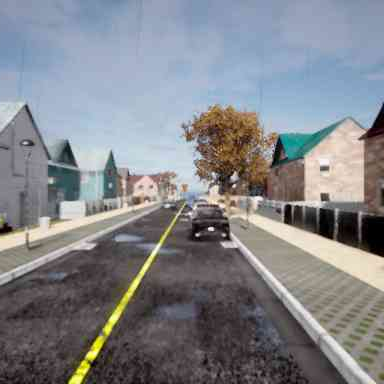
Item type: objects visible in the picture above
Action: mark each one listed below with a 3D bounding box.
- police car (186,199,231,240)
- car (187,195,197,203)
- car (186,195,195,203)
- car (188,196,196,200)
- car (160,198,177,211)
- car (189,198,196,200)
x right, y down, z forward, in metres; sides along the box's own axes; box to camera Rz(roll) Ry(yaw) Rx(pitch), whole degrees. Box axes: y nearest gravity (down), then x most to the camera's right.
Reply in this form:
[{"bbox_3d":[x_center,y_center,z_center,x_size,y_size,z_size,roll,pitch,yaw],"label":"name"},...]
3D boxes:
[{"bbox_3d":[0.825,1.403,17.042,1.930,1.638,5.238,0,0,0],"label":"police car"},{"bbox_3d":[0.000,1.438,71.844,1.882,1.535,5.008,0,0,0],"label":"car"},{"bbox_3d":[0.000,1.568,51.986,2.033,1.411,5.357,0,0,0],"label":"car"},{"bbox_3d":[0.824,1.474,32.932,1.837,1.490,4.892,0,0,0],"label":"car"},{"bbox_3d":[-2.834,1.465,40.833,2.128,1.511,4.902,0,0,0],"label":"car"},{"bbox_3d":[0.825,1.498,26.932,1.812,1.442,4.674,0,0,0],"label":"car"}]
